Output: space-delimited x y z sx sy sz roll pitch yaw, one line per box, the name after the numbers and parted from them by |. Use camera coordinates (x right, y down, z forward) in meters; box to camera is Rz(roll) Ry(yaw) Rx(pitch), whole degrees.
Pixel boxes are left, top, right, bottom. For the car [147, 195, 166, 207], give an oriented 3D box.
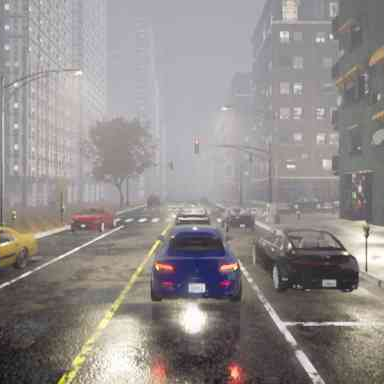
-5.791 1.323 52.108 2.192 1.841 5.009 0 0 0 | car

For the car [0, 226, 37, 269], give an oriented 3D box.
-5.704 1.522 8.484 1.752 1.417 4.829 0 0 0 | car

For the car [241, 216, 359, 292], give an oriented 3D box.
2.676 1.547 8.670 2.008 1.369 4.403 0 0 0 | car

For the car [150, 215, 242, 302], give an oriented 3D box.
0.078 1.522 8.149 1.812 1.442 4.674 0 0 0 | car

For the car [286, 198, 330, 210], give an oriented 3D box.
13.352 1.340 39.163 4.403 1.369 2.008 -1 1 -1 | car

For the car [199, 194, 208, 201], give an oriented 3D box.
2.546 1.593 74.215 1.947 1.339 4.313 0 0 0 | car

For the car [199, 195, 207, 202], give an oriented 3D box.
2.535 1.559 79.908 1.752 1.417 4.829 0 0 0 | car

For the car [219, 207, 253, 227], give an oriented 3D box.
2.654 1.546 19.736 2.008 1.369 4.403 0 0 0 | car

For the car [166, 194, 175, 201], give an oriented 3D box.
-5.868 1.365 90.767 2.192 1.841 5.009 0 0 0 | car

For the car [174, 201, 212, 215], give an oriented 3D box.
0.045 1.486 18.252 2.128 1.511 4.902 0 0 0 | car

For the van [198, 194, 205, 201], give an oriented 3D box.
2.524 1.383 85.262 1.690 1.788 3.998 0 0 0 | van

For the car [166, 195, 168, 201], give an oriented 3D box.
-5.802 1.579 57.631 1.947 1.339 4.313 0 0 0 | car

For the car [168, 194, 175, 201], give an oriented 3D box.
-5.857 1.608 85.245 1.947 1.339 4.313 0 0 0 | car

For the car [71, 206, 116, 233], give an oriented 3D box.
-5.726 1.539 19.720 1.887 1.381 4.507 0 0 0 | car

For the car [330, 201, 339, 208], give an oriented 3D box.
18.749 1.240 39.228 4.829 1.417 1.752 -1 1 -1 | car
